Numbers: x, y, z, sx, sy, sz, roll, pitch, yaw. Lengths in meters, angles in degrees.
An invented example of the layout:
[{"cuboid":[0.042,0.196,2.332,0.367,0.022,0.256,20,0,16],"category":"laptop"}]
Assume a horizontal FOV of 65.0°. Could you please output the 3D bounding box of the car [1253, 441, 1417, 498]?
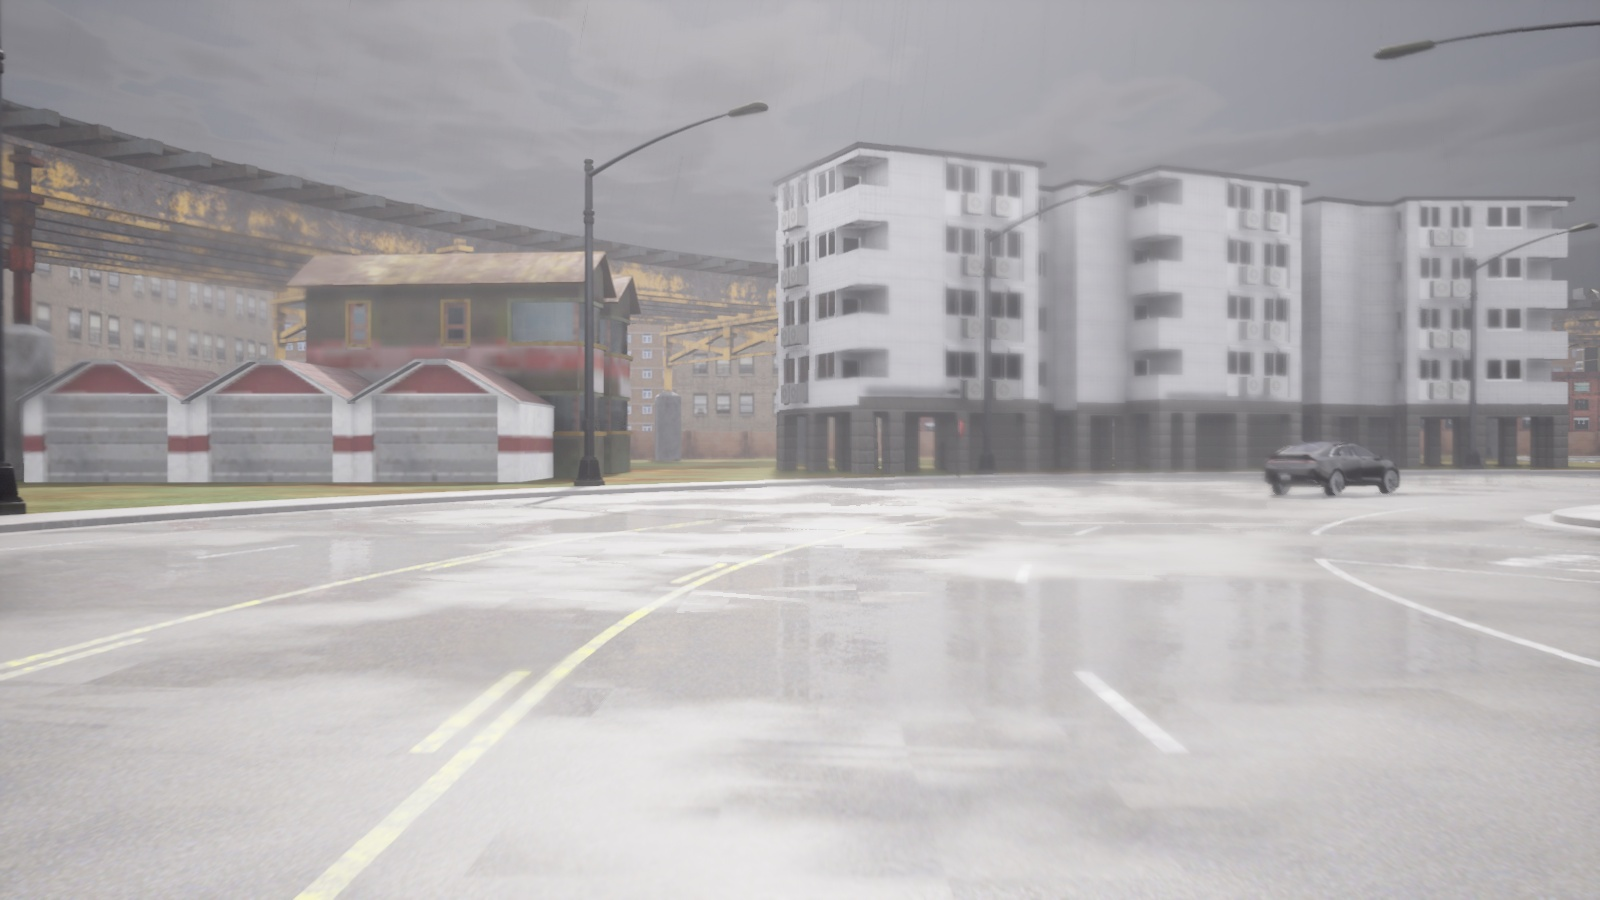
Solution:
[{"cuboid":[15.307,0.517,35.806,4.902,1.511,2.128,0,0,-37],"category":"car"}]
